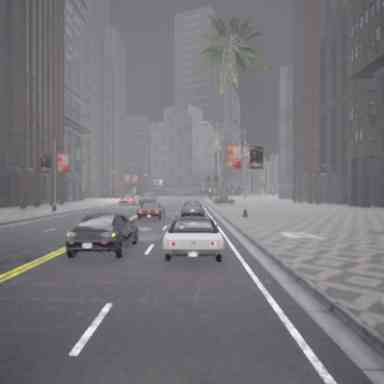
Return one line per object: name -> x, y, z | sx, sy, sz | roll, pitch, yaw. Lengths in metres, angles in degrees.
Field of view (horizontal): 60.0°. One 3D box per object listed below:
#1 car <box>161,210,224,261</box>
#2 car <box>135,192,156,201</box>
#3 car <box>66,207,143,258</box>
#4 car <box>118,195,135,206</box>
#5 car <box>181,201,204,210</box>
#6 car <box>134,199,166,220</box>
car -> 0.053, 1.558, 12.104 | 1.895, 1.301, 4.718 | 0, 0, 0
car -> -6.614, 1.065, 50.071 | 2.150, 2.045, 5.566 | 0, 0, 0
car -> -3.195, 1.483, 12.450 | 1.812, 1.442, 4.674 | 0, 0, 0
car -> -9.857, 1.194, 50.884 | 2.097, 1.767, 4.553 | 0, 0, 0
car -> 0.053, 1.465, 29.044 | 1.994, 1.385, 4.181 | 0, 0, 0
car -> -3.207, 1.508, 27.099 | 1.895, 1.301, 4.718 | 0, 0, 0
